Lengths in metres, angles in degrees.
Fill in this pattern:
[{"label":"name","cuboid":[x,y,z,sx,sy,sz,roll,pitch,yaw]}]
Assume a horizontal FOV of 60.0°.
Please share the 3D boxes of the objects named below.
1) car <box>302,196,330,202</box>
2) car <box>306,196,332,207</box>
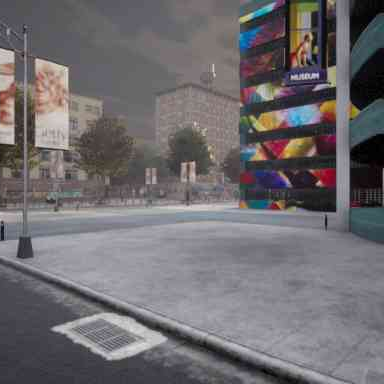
[{"label":"car","cuboid":[14.241,1.320,39.318,2.002,1.452,4.674,0,0,43]},{"label":"car","cuboid":[19.548,1.413,51.047,2.161,1.482,4.786,0,0,43]}]
